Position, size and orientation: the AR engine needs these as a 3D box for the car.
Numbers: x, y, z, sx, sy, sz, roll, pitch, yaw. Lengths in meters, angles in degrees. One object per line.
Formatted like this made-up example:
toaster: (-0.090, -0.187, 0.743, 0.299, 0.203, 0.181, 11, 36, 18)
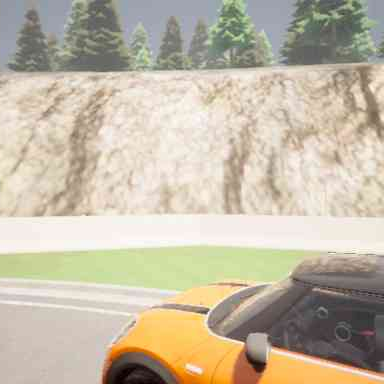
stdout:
car: (1.350, 1.351, 2.810, 4.553, 1.767, 2.097, 0, 0, 34)
